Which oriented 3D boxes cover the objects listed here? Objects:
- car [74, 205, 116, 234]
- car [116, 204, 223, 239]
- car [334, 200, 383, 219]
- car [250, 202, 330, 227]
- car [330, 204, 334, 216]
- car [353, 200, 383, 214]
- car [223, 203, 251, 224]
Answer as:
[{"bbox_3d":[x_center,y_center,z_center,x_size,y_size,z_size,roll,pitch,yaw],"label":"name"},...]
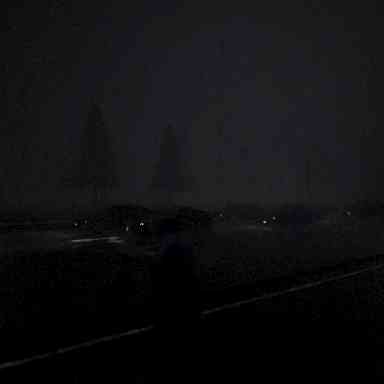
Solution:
[{"bbox_3d":[-4.285,1.505,19.341,4.892,1.490,1.837,0,0,-35],"label":"car"},{"bbox_3d":[-1.092,1.492,17.315,4.902,1.511,2.128,0,0,-35],"label":"car"},{"bbox_3d":[14.851,1.491,28.649,4.902,1.511,2.128,0,0,-35],"label":"car"},{"bbox_3d":[6.851,1.547,22.970,5.357,1.411,2.033,0,0,-35],"label":"car"},{"bbox_3d":[11.446,1.601,30.518,4.718,1.301,1.895,0,0,-35],"label":"car"},{"bbox_3d":[19.654,1.564,36.279,4.181,1.385,1.994,0,0,-35],"label":"car"},{"bbox_3d":[3.653,1.547,24.987,5.357,1.411,2.033,0,0,-35],"label":"car"}]
